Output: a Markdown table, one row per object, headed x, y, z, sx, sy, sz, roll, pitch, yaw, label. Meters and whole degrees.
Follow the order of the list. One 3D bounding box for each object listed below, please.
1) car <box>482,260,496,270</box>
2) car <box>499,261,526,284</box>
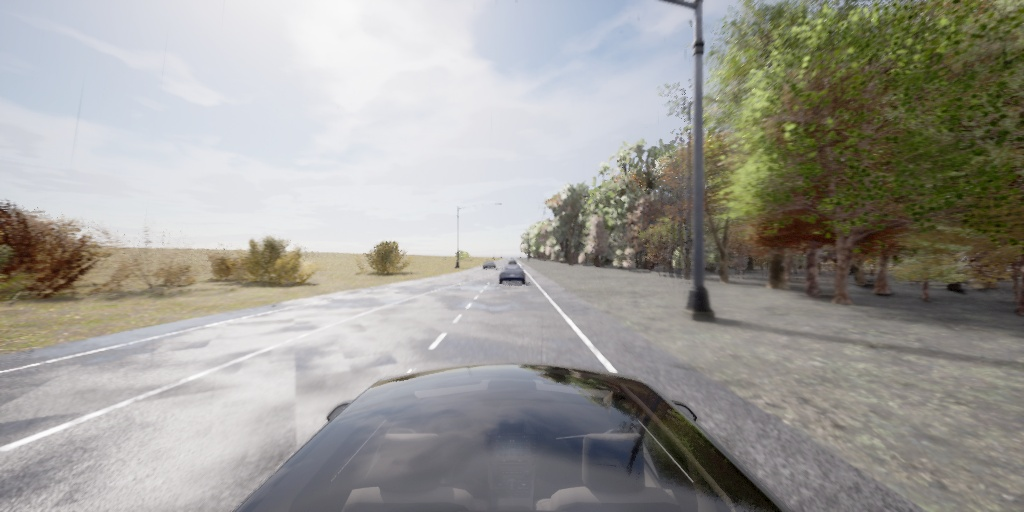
| x | y | z | sx | sy | sz | roll | pitch | yaw | label |
| --- | --- | --- | --- | --- | --- | --- | --- | --- | --- |
| -3.458 | 1.346 | 54.853 | 1.994 | 1.385 | 4.181 | 0 | 0 | 0 | car |
| 0.024 | 1.337 | 27.717 | 1.994 | 1.385 | 4.181 | 0 | 0 | 0 | car |
